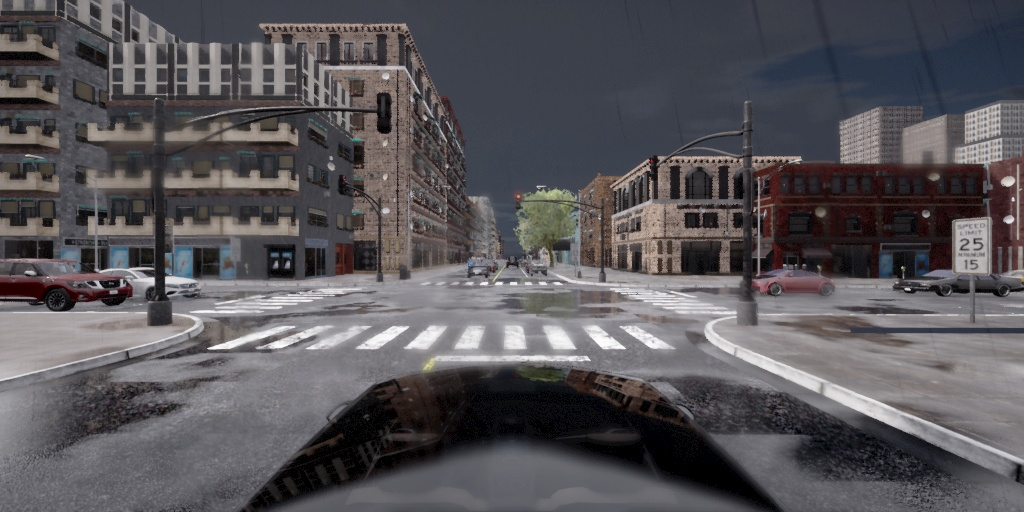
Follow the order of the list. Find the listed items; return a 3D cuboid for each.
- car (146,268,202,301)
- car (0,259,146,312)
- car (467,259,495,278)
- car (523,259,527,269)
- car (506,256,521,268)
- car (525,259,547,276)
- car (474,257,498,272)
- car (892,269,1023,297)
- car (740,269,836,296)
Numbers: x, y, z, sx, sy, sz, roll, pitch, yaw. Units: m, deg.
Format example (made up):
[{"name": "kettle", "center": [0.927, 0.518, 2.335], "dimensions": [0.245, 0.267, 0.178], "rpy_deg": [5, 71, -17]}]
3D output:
[{"name": "car", "center": [-16.529, 1.227, 15.861], "dimensions": [4.674, 1.442, 1.812], "rpy_deg": [0, 0, 0]}, {"name": "car", "center": [-17.278, 1.013, 13.266], "dimensions": [5.009, 1.841, 2.192], "rpy_deg": [0, 0, 0]}, {"name": "car", "center": [-3.106, 1.266, 34.337], "dimensions": [2.128, 1.511, 4.902], "rpy_deg": [0, 0, 0]}, {"name": "car", "center": [2.686, 1.228, 42.684], "dimensions": [1.967, 1.591, 4.097], "rpy_deg": [0, 0, 0]}, {"name": "car", "center": [0.085, 1.050, 63.906], "dimensions": [2.150, 2.045, 5.566], "rpy_deg": [0, 0, 0]}, {"name": "car", "center": [2.686, 1.330, 36.987], "dimensions": [2.007, 1.370, 4.403], "rpy_deg": [0, 0, 0]}, {"name": "car", "center": [-3.103, 1.143, 44.231], "dimensions": [2.097, 1.767, 4.553], "rpy_deg": [0, 0, 0]}, {"name": "car", "center": [24.018, 1.412, 19.354], "dimensions": [5.357, 1.411, 2.033], "rpy_deg": [0, 0, 0]}, {"name": "car", "center": [14.716, 1.387, 19.286], "dimensions": [4.181, 1.385, 1.994], "rpy_deg": [0, 0, 0]}]
